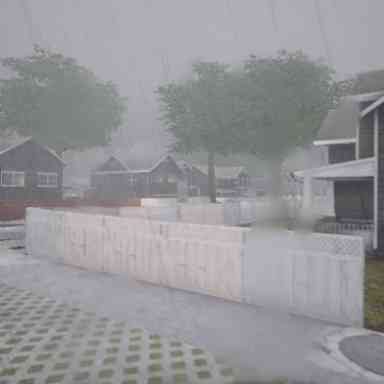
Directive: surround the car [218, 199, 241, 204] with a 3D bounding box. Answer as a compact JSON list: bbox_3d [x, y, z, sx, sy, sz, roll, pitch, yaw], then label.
[{"bbox_3d":[4.643,1.612,40.848,2.128,1.511,4.902,0,0,36],"label":"car"}]
